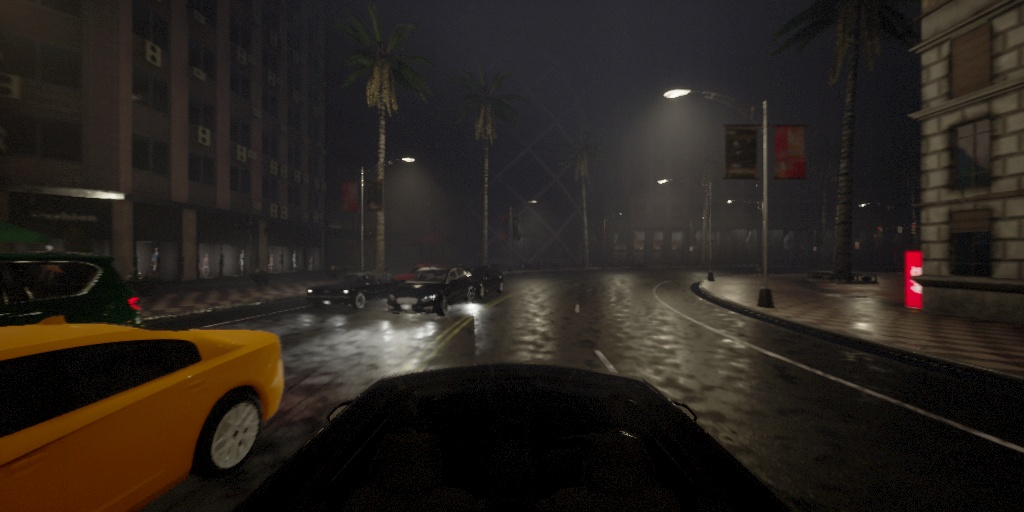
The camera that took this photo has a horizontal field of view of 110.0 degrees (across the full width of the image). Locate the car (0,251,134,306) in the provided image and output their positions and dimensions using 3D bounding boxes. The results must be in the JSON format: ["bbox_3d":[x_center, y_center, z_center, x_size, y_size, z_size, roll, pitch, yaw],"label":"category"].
[{"bbox_3d":[-6.997,0.965,3.377,2.150,2.045,5.566,0,1,1],"label":"car"}]

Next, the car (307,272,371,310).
[{"bbox_3d":[-6.203,1.342,14.916,1.895,1.301,4.718,0,0,10],"label":"car"}]

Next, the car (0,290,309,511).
[{"bbox_3d":[-3.507,1.227,1.903,1.882,1.535,5.008,0,0,1],"label":"car"}]

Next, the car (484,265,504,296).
[{"bbox_3d":[-1.805,1.270,18.004,1.837,1.490,4.892,0,3,16],"label":"car"}]

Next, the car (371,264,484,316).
[{"bbox_3d":[-2.831,1.157,13.432,2.128,1.511,4.902,0,4,10],"label":"car"}]
